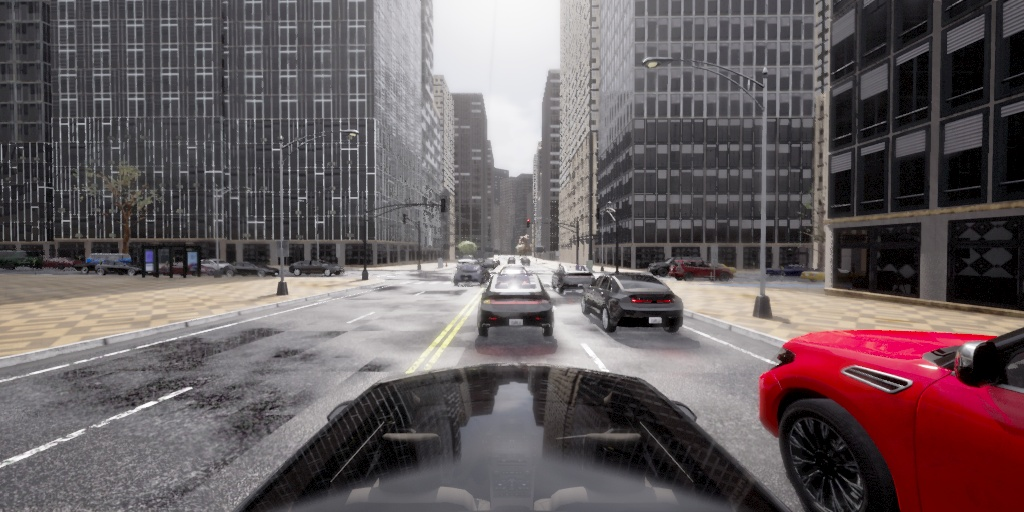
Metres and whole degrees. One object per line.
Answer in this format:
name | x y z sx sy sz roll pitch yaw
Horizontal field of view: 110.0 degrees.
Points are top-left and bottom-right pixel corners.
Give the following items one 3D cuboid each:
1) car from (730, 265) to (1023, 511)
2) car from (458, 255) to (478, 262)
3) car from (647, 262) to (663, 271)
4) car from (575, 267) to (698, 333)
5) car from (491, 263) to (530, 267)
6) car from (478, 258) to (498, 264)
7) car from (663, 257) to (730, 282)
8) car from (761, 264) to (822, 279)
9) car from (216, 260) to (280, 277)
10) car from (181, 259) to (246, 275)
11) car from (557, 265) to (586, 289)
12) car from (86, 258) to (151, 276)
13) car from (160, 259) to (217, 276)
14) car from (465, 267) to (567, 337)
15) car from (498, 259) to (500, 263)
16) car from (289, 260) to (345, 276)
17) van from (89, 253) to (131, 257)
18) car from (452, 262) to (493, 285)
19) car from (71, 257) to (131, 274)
car | 3.348 0.972 0.912 2.150 2.045 5.566 0 0 0
car | -6.639 0.935 52.503 2.150 2.045 5.566 0 0 0
car | 16.810 1.088 36.634 5.566 2.045 2.150 1 1 1
car | 3.340 1.251 10.776 1.837 1.490 4.892 0 0 0
car | 0.082 1.288 20.017 2.033 1.411 5.357 0 0 0
car | -3.389 1.192 52.055 1.882 1.535 5.008 0 0 0
car | 16.164 1.269 30.882 5.009 1.841 2.192 0 0 1
car | 28.347 1.568 36.463 4.718 1.301 1.895 0 1 1
car | -22.761 1.173 31.372 4.313 1.339 1.948 0 0 1
car | -28.394 1.038 34.188 4.674 1.442 1.812 1 1 1
car | 3.332 1.232 20.024 2.128 1.511 4.902 0 0 0
car | -34.126 1.069 31.667 4.313 1.339 1.948 0 0 1
car | -28.445 1.138 31.499 4.207 1.307 1.802 0 0 1
car | 0.091 1.238 10.281 2.128 1.511 4.902 0 0 0
car | -3.390 1.267 61.641 1.994 1.385 4.181 0 0 0
car | -18.439 1.108 33.978 4.892 1.490 1.837 1 1 2
van | -45.326 0.604 40.317 3.998 1.789 1.690 0 0 1
car | -2.803 1.309 25.310 1.994 1.385 4.181 0 -1 6
car | -38.616 1.020 34.393 4.718 1.301 1.895 1 1 1
